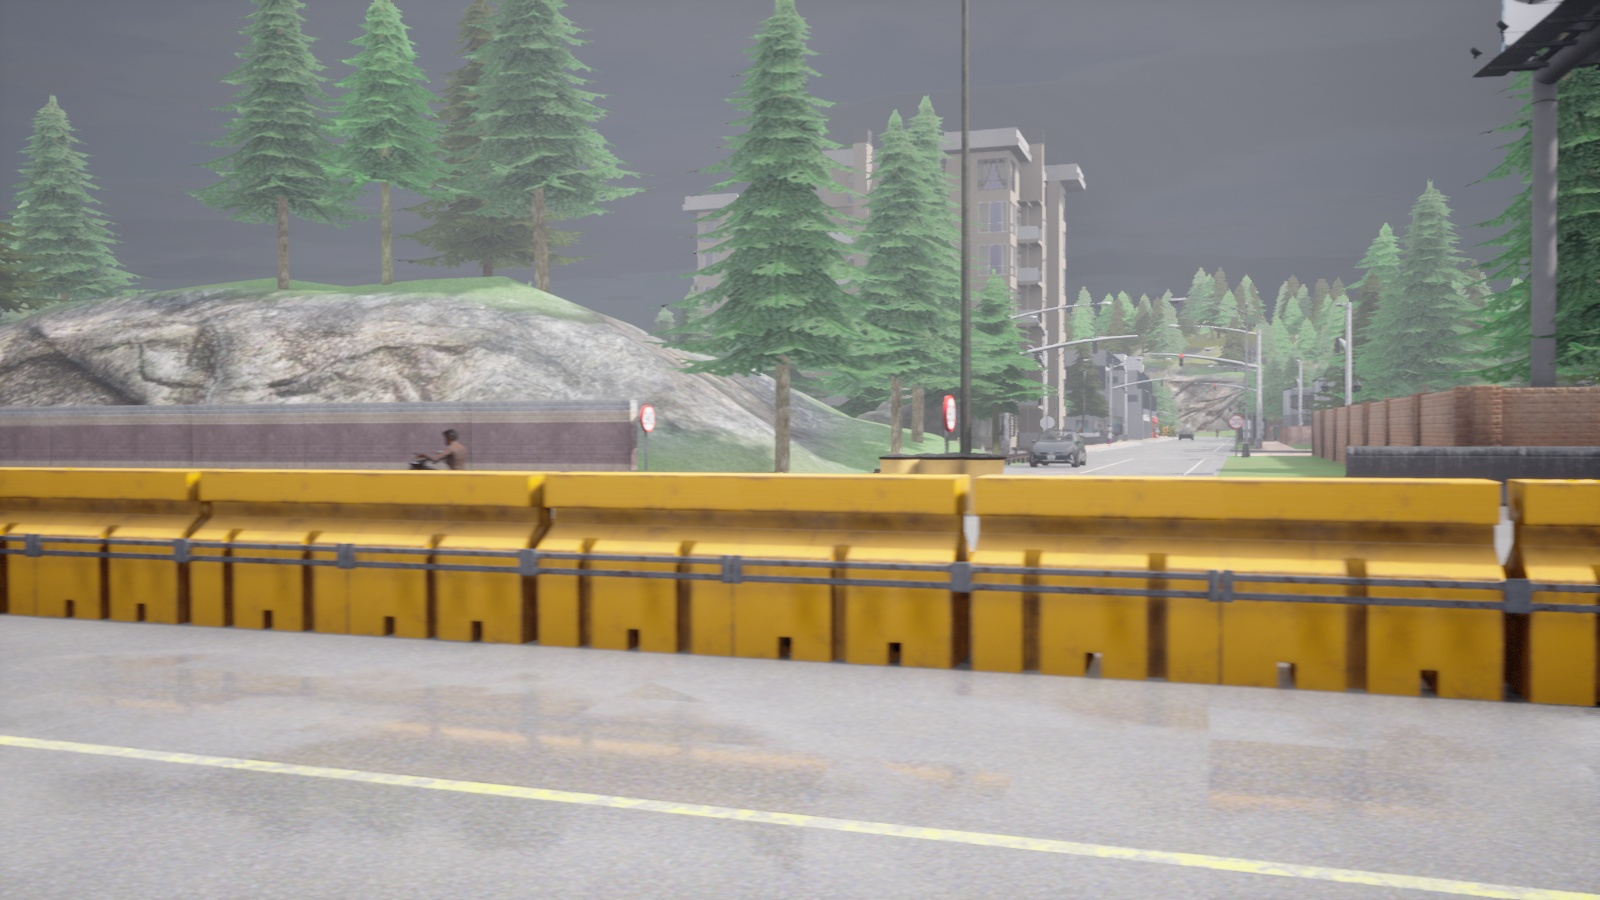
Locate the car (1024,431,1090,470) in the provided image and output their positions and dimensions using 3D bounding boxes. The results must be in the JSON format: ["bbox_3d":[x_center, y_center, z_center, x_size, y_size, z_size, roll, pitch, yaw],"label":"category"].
[{"bbox_3d":[10.522,-0.027,51.200,2.007,1.525,4.514,1,1,19],"label":"car"}]

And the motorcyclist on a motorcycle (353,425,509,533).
[{"bbox_3d":[-5.852,0.436,19.933,2.350,1.649,0.766,0,1,19],"label":"motorcyclist on a motorcycle"}]
